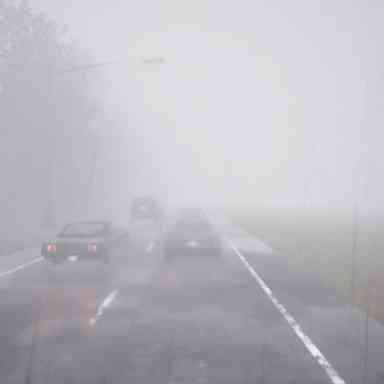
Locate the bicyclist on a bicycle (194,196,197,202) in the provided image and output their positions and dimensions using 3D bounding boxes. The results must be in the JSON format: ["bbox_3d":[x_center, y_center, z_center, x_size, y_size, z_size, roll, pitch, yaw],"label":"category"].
[{"bbox_3d":[0.958,1.931,88.836,0.582,1.620,1.656,0,-1,0],"label":"bicyclist on a bicycle"}]

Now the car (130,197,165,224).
[{"bbox_3d":[-3.464,1.365,26.499,2.150,2.045,5.566,0,0,1],"label":"car"}]

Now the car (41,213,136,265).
[{"bbox_3d":[-3.460,1.665,11.932,1.895,1.301,4.718,0,0,0],"label":"car"}]

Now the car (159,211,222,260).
[{"bbox_3d":[0.045,1.633,12.691,1.994,1.385,4.181,0,0,1],"label":"car"}]

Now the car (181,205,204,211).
[{"bbox_3d":[0.039,1.745,26.942,1.895,1.301,4.718,0,0,0],"label":"car"}]
